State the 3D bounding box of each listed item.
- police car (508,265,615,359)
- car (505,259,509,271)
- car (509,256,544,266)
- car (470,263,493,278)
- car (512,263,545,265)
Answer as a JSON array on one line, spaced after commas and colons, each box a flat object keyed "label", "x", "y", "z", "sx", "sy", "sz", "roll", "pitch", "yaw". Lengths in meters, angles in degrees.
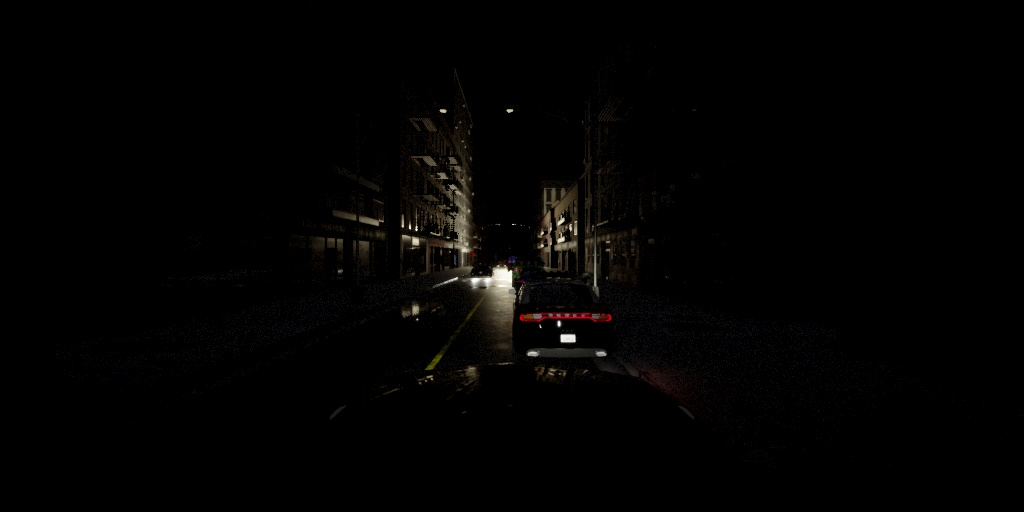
[{"label": "police car", "x": 0.957, "y": 1.176, "z": 8.584, "sx": 1.930, "sy": 1.638, "sz": 5.238, "roll": 0, "pitch": 0, "yaw": 0}, {"label": "car", "x": 0.360, "y": 1.437, "z": 47.071, "sx": 1.895, "sy": 1.301, "sz": 4.718, "roll": 0, "pitch": 0, "yaw": 1}, {"label": "car", "x": 1.072, "y": 0.994, "z": 24.506, "sx": 2.150, "sy": 2.045, "sz": 5.566, "roll": 0, "pitch": 0, "yaw": 0}, {"label": "car", "x": -2.856, "y": 1.357, "z": 34.836, "sx": 1.994, "sy": 1.385, "sz": 4.181, "roll": 0, "pitch": 0, "yaw": 0}, {"label": "car", "x": 1.028, "y": 1.285, "z": 18.475, "sx": 1.812, "sy": 1.442, "sz": 4.674, "roll": 0, "pitch": 0, "yaw": 0}]
